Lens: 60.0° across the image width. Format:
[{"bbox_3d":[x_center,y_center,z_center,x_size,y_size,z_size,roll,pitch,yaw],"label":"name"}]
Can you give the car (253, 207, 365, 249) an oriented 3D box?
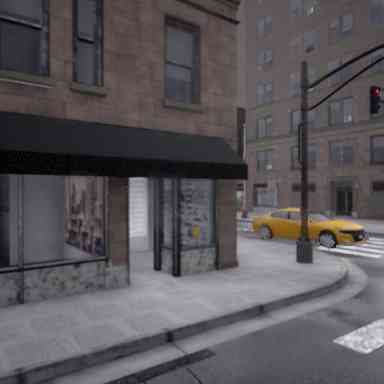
[{"bbox_3d":[5.024,1.475,14.923,1.882,1.535,5.008,0,0,-39],"label":"car"}]
